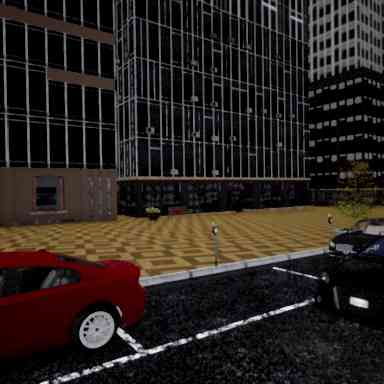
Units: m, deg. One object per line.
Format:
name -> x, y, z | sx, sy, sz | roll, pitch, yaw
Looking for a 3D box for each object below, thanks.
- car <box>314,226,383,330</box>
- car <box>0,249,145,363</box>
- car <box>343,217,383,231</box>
car -> 4.258, 1.561, 6.409 | 4.181, 1.385, 1.994 | 0, 0, -35
car -> -2.850, 1.545, 4.540 | 4.507, 1.381, 1.887 | 0, -1, -35
car -> 6.313, 1.548, 11.069 | 4.403, 1.369, 2.008 | 0, -1, -35
